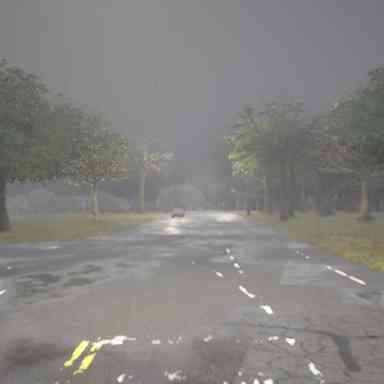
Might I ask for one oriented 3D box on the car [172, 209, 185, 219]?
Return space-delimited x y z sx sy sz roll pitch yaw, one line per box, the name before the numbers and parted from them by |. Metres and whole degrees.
car | -2.165 3.419 53.140 1.882 1.535 5.008 -1 -2 2
